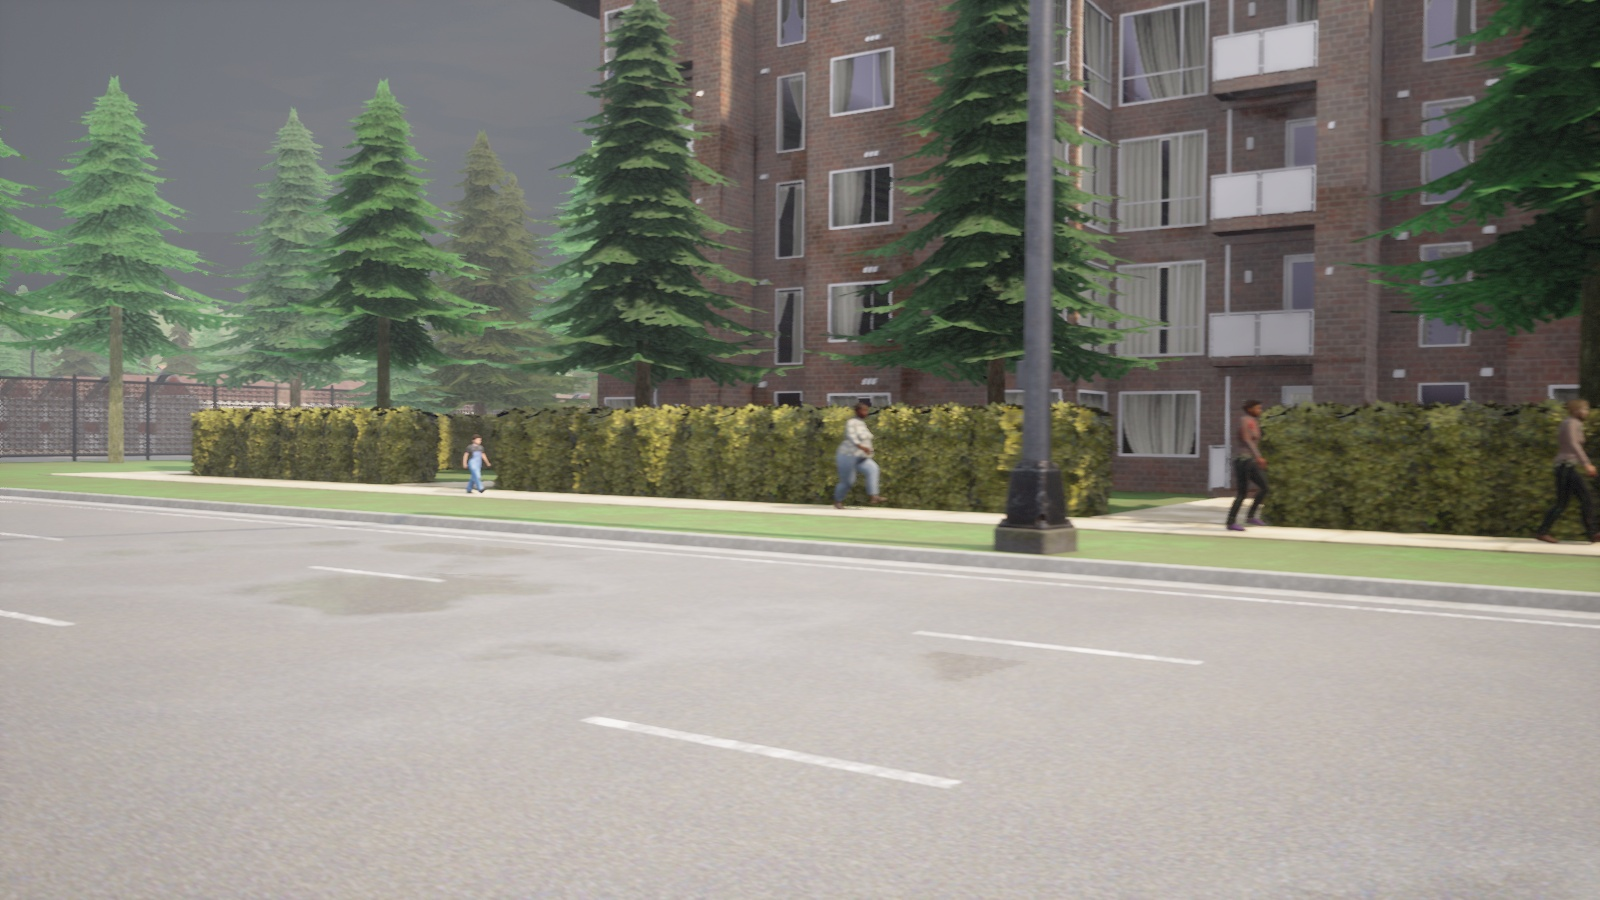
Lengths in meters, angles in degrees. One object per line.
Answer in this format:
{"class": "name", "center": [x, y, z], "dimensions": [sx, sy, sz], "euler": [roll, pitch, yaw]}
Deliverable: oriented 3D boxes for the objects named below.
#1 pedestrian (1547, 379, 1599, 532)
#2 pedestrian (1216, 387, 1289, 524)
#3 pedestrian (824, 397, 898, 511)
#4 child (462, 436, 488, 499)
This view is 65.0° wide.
{"class": "pedestrian", "center": [9.525, 0.064, 15.367], "dimensions": [0.634, 1.846, 0.331], "euler": [0, 1, 34]}
{"class": "pedestrian", "center": [6.114, 0.073, 16.989], "dimensions": [0.869, 1.805, 0.328], "euler": [0, 1, 35]}
{"class": "pedestrian", "center": [1.026, 0.064, 21.017], "dimensions": [0.900, 1.855, 0.874], "euler": [0, 1, 34]}
{"class": "child", "center": [-6.584, 0.353, 25.417], "dimensions": [0.437, 1.263, 0.270], "euler": [0, 1, 34]}
